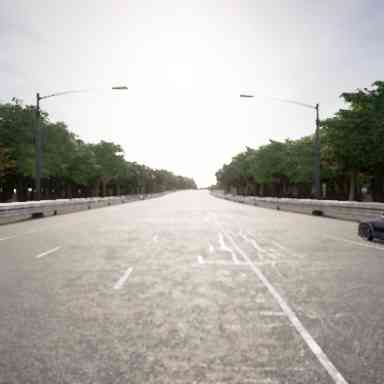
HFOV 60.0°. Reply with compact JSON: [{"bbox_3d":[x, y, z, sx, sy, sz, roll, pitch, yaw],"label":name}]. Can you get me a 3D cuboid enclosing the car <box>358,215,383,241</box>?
[{"bbox_3d":[8.602,1.402,13.188,1.994,1.385,4.181,0,0,-10],"label":"car"}]
